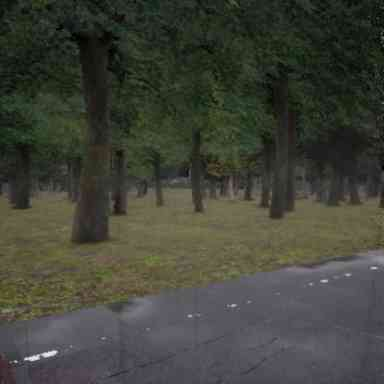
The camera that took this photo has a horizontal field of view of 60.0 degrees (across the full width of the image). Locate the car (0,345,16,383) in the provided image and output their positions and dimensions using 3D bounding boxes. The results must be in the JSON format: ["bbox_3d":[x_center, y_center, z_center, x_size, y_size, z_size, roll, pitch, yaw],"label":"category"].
[{"bbox_3d":[-3.453,1.525,1.529,4.674,1.442,1.812,0,0,-35],"label":"car"}]
